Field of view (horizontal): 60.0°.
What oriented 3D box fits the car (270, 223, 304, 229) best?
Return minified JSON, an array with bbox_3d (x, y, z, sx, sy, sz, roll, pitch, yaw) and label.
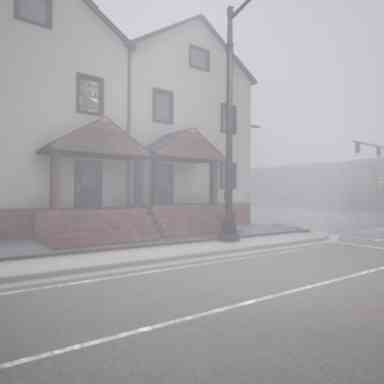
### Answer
[{"bbox_3d":[8.009,3.629,30.648,1.837,1.490,4.892,0,-13,-36],"label":"car"}]
